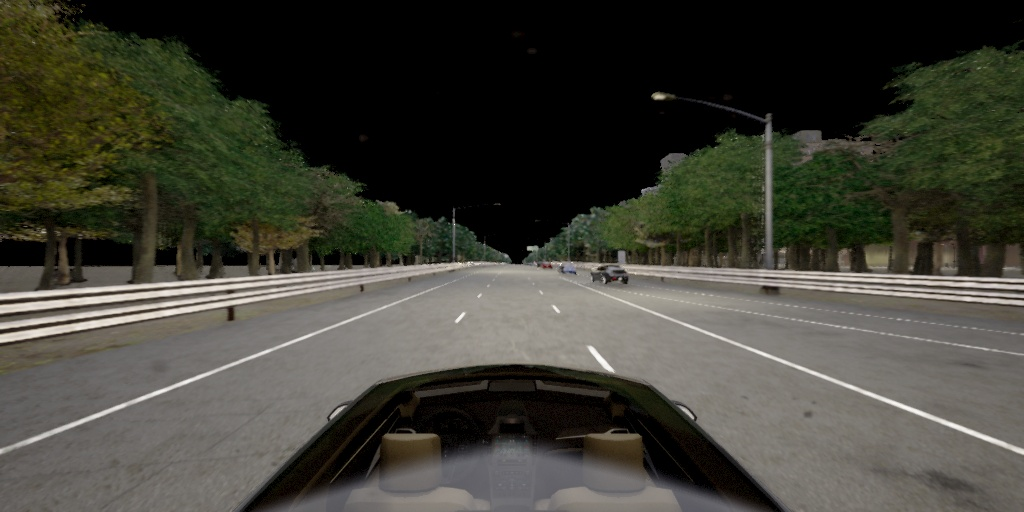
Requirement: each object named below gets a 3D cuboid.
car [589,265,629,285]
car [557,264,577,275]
[{"bbox_3d":[7.780,1.497,29.071,1.837,1.490,4.892,0,0,-7],"label":"car"},{"bbox_3d":[7.032,1.690,46.167,2.033,1.411,5.357,0,-1,-1],"label":"car"}]
